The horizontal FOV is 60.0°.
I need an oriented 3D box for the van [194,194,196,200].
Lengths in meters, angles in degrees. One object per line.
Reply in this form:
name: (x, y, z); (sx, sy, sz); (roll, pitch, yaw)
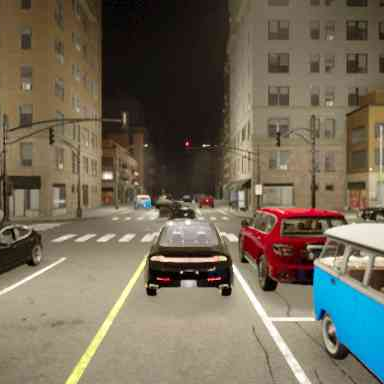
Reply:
van: (1.716, 1.305, 62.491); (1.690, 1.788, 3.998); (0, 0, -1)

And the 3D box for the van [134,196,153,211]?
van: (-6.037, 1.319, 40.738); (1.690, 1.788, 3.998); (0, 0, -1)

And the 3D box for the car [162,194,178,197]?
car: (-3.720, 1.494, 56.612); (1.812, 1.442, 4.674); (0, 0, -2)

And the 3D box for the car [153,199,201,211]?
car: (-1.308, 1.548, 27.046); (1.994, 1.385, 4.181); (0, 0, -25)

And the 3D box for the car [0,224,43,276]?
car: (-5.508, 1.562, 8.779); (1.947, 1.339, 4.313); (0, 0, -1)

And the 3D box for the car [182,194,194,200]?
car: (-0.900, 1.564, 64.103); (1.895, 1.301, 4.718); (0, 0, 0)

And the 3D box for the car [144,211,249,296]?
car: (-0.065, 1.488, 8.609); (2.128, 1.511, 4.902); (0, 0, 0)

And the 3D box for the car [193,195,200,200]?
car: (1.258, 1.471, 89.688); (1.752, 1.417, 4.829); (0, 0, -1)

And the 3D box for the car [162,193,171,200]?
car: (-6.798, 1.260, 89.388); (2.192, 1.841, 5.009); (0, 0, -1)

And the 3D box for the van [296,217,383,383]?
van: (2.604, 1.340, 3.396); (1.690, 1.788, 3.998); (0, 0, -1)

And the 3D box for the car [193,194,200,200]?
car: (1.170, 1.382, 94.923); (1.967, 1.590, 4.097); (0, 0, -1)

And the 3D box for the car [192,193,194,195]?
car: (1.625, 1.275, 67.897); (2.192, 1.841, 5.009); (0, 0, -1)

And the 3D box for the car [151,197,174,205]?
car: (-3.470, 1.579, 40.237); (1.895, 1.301, 4.718); (0, 0, -1)

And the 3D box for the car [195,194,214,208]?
car: (1.989, 1.289, 46.274); (2.192, 1.841, 5.009); (0, 0, -1)

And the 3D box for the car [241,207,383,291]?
car: (2.516, 1.311, 8.907); (2.192, 1.841, 5.009); (0, 0, -1)

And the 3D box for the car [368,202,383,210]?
car: (14.514, 1.408, 23.974); (4.902, 1.511, 2.128); (0, 0, -1)

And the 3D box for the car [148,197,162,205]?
car: (-6.290, 1.512, 56.955); (1.887, 1.381, 4.507); (0, 0, -1)
